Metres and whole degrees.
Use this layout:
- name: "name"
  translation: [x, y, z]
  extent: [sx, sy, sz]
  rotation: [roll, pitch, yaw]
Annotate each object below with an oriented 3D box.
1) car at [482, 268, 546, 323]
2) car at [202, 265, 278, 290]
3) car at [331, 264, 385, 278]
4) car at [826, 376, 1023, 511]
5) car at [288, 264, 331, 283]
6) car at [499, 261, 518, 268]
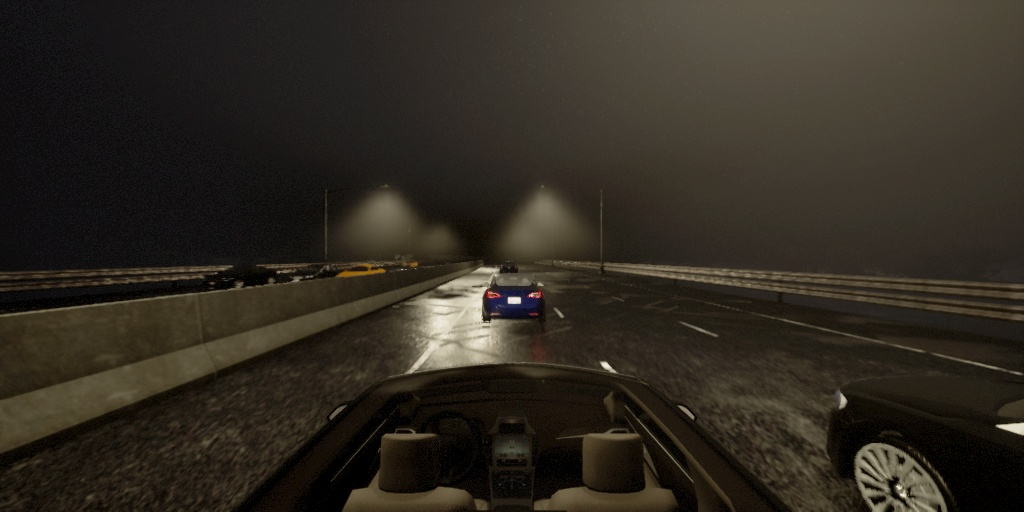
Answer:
- name: "car"
  translation: [0.054, 1.319, 12.499]
  extent: [2.163, 1.488, 4.792]
  rotation: [0, 0, 0]
- name: "car"
  translation: [-17.753, 1.352, 23.685]
  extent: [1.882, 1.535, 5.008]
  rotation: [0, 0, -1]
- name: "car"
  translation: [-10.784, 1.362, 25.987]
  extent: [1.882, 1.535, 5.008]
  rotation: [0, 0, -1]
- name: "car"
  translation: [3.593, 1.244, 1.035]
  extent: [2.128, 1.511, 4.902]
  rotation: [0, 0, 0]
- name: "car"
  translation: [-14.287, 1.378, 26.257]
  extent: [2.128, 1.511, 4.902]
  rotation: [0, 0, -1]
- name: "car"
  translation: [-0.383, 1.311, 41.935]
  extent: [2.097, 1.767, 4.553]
  rotation: [0, 0, -1]
